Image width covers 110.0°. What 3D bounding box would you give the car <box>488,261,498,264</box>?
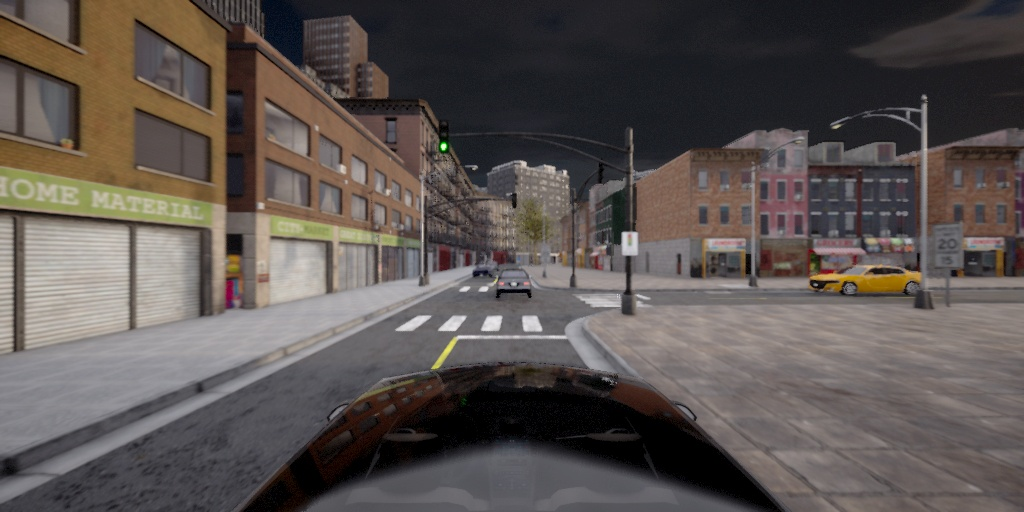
[{"bbox_3d":[-2.820,1.478,52.316,2.128,1.511,4.902,0,0,0],"label":"car"}]

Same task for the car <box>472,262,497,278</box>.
[{"bbox_3d":[-2.847,1.501,35.728,1.895,1.301,4.718,0,0,0],"label":"car"}]

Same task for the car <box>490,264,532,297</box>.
[{"bbox_3d":[0.092,1.370,19.333,2.033,1.411,5.357,0,0,0],"label":"car"}]

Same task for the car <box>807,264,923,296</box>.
[{"bbox_3d":[17.986,1.187,18.301,5.008,1.535,1.882,0,0,0],"label":"car"}]
